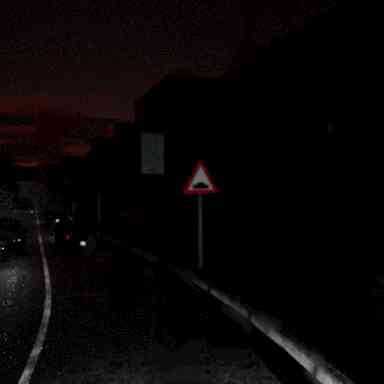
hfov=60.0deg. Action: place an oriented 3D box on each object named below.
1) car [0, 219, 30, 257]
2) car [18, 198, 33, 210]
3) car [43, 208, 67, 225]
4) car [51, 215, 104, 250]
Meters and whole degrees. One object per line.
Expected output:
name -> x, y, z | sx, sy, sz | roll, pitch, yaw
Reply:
car -> -8.373, 1.970, 14.735 | 2.128, 1.511, 4.902 | -1, -1, -25
car -> -26.334, 1.846, 52.657 | 2.097, 1.767, 4.553 | -1, 2, -25
car -> -13.513, 2.405, 33.027 | 1.837, 1.490, 4.892 | -1, 0, -25
car -> -5.803, 2.051, 16.783 | 1.895, 1.301, 4.718 | -1, -1, -25
